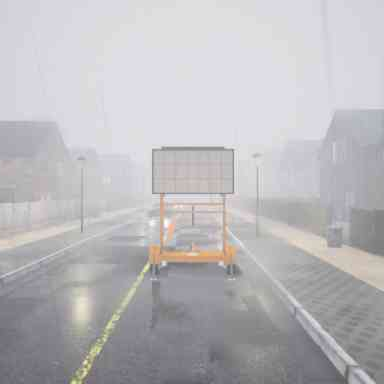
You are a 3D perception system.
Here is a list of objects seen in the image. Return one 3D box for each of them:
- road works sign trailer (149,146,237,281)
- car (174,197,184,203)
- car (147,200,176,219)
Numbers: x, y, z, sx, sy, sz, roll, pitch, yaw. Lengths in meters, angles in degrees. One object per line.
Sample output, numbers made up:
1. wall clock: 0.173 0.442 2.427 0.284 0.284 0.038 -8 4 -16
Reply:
1. road works sign trailer: 0.029 0.465 9.852 2.380 3.560 2.880 0 0 1
2. car: -2.588 1.741 66.498 2.128 1.511 4.902 0 0 0
3. car: -2.778 1.603 29.833 1.994 1.385 4.181 0 0 0
